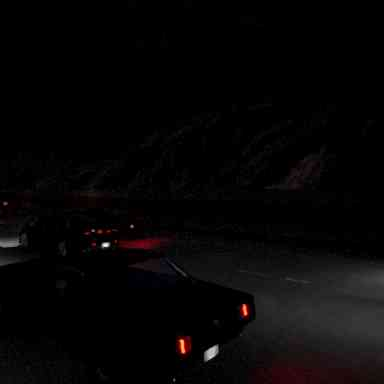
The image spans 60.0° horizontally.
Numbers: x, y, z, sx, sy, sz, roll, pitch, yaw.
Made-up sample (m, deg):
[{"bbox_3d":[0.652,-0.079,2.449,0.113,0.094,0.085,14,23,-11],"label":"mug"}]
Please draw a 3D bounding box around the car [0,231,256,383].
[{"bbox_3d":[-1.519,1.585,5.272,4.718,1.301,1.895,0,0,38],"label":"car"}]

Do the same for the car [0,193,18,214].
[{"bbox_3d":[-17.608,1.075,30.443,2.150,2.045,5.566,0,0,-40],"label":"car"}]

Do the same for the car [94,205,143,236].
[{"bbox_3d":[-4.606,1.426,16.983,5.008,1.535,1.882,0,0,42],"label":"car"}]

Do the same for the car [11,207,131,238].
[{"bbox_3d":[-4.648,1.460,12.371,4.892,1.490,1.837,0,0,40],"label":"car"}]
